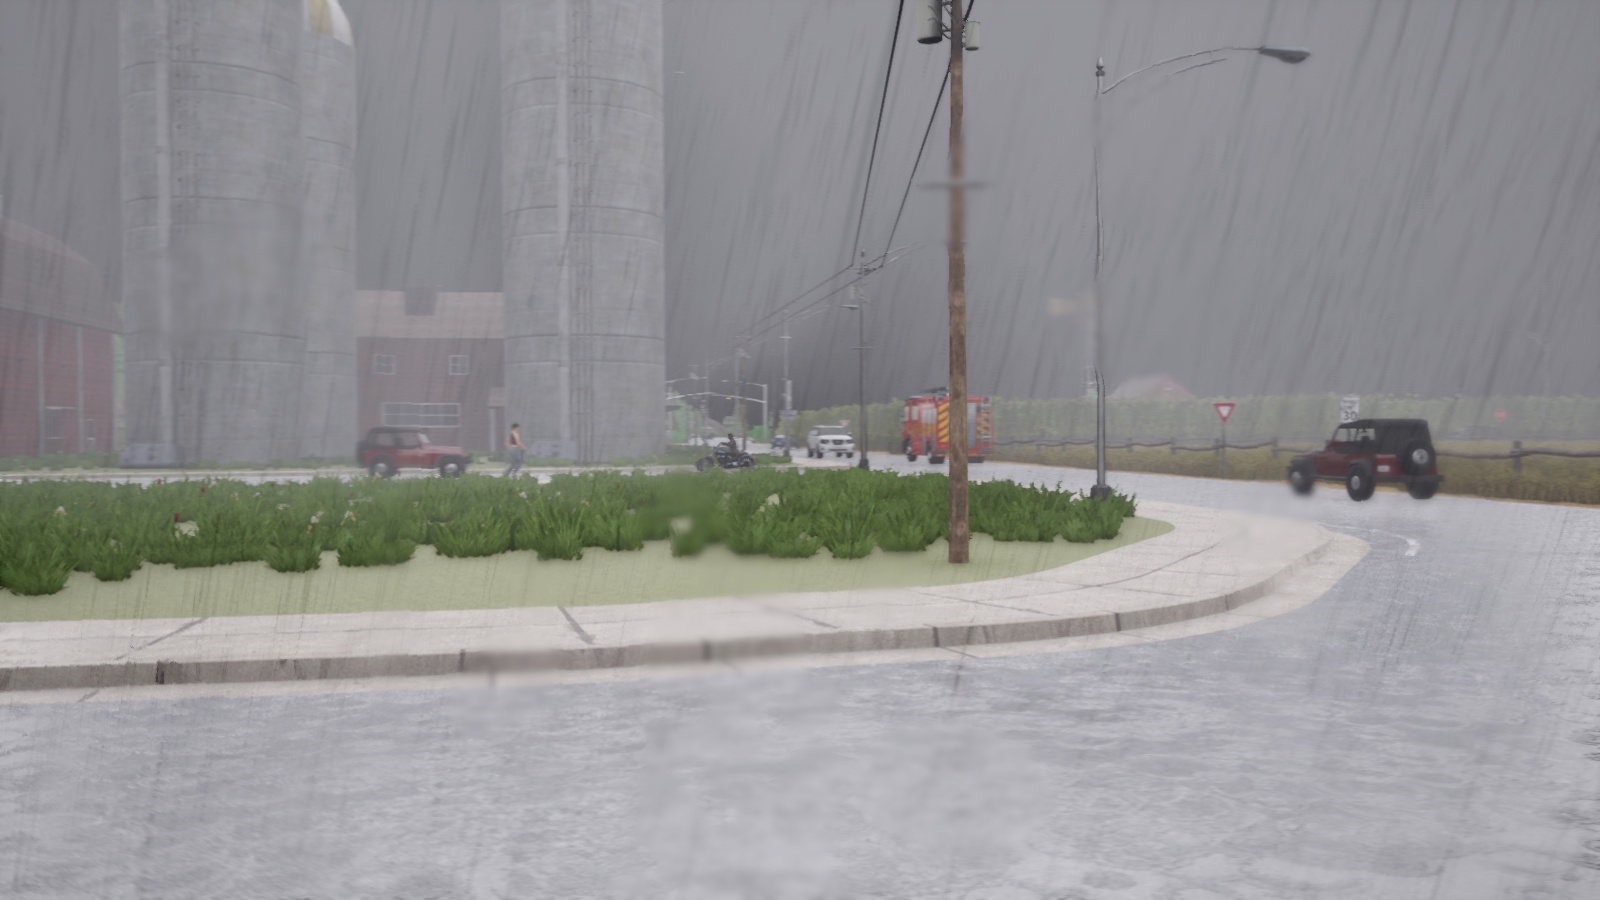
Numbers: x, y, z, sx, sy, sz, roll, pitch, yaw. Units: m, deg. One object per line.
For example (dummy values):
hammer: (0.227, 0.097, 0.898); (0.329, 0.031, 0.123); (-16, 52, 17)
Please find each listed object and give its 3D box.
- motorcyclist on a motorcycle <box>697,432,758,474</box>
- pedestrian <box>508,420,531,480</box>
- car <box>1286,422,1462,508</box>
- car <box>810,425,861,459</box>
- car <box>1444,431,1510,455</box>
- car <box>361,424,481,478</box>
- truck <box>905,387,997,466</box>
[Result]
motorcyclist on a motorcycle: (-2.899, 0.115, 50.193); (2.350, 1.649, 0.766); (0, 1, -9)
pedestrian: (-8.618, -0.014, 38.578); (0.594, 1.836, 0.345); (0, 1, -29)
car: (13.358, 0.295, 29.488); (1.905, 1.878, 3.866); (0, 1, -10)
car: (2.133, -0.527, 77.887); (2.150, 2.045, 5.566); (0, 1, -9)
car: (47.011, -0.496, 87.218); (3.705, 1.549, 1.789); (-1, 1, -9)
car: (-13.464, 0.027, 44.793); (3.866, 1.878, 1.905); (0, 1, -10)
truck: (7.708, -1.214, 65.347); (2.891, 3.827, 8.468); (0, 1, -7)
